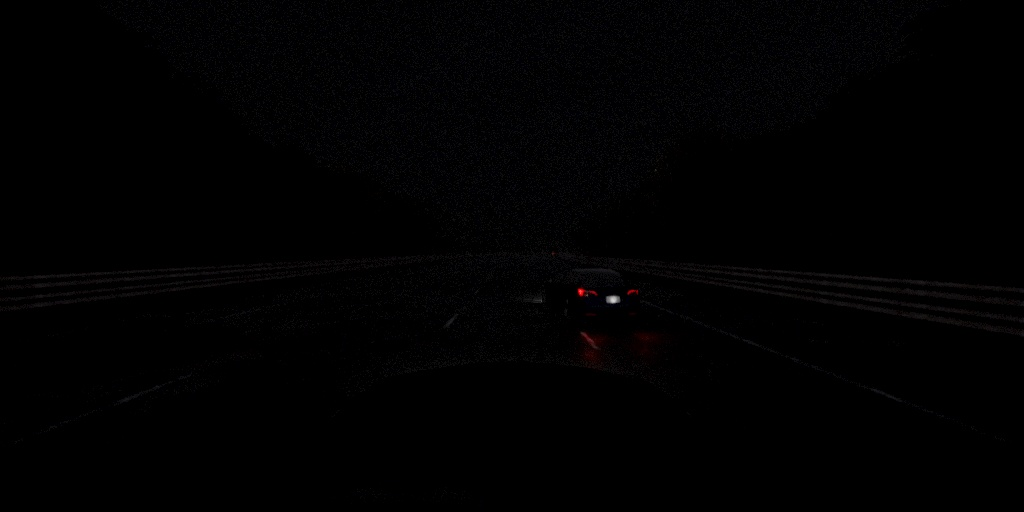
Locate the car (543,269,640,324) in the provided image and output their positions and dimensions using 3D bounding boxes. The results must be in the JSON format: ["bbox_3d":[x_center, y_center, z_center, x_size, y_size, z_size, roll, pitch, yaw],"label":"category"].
[{"bbox_3d":[2.316,1.116,11.445,2.163,1.488,4.792,0,1,-6],"label":"car"}]
